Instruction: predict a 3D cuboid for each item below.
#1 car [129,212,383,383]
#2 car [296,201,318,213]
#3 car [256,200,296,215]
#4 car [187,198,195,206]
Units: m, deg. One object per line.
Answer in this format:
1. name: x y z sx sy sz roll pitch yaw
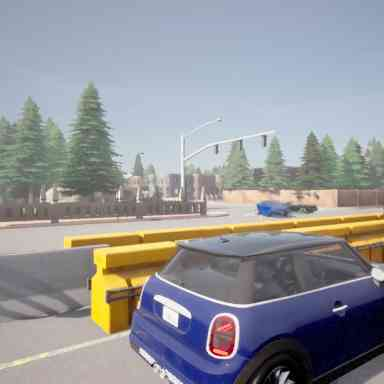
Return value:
1. car: 1.502 1.352 4.797 4.553 1.767 2.097 0 0 -35
2. car: 10.886 1.601 35.418 1.895 1.301 4.718 0 0 -41
3. car: 7.309 1.478 30.170 1.882 1.535 5.008 1 0 -5
4. car: -1.228 1.565 51.872 1.994 1.385 4.181 0 0 -35
